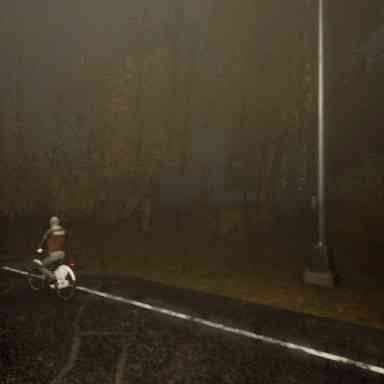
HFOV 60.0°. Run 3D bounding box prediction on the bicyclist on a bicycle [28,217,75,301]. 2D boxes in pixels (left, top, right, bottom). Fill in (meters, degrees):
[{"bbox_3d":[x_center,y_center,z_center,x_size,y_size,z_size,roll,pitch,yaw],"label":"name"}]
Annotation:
[{"bbox_3d":[-3.153,1.423,7.357,1.843,1.776,0.659,0,0,36],"label":"bicyclist on a bicycle"}]
